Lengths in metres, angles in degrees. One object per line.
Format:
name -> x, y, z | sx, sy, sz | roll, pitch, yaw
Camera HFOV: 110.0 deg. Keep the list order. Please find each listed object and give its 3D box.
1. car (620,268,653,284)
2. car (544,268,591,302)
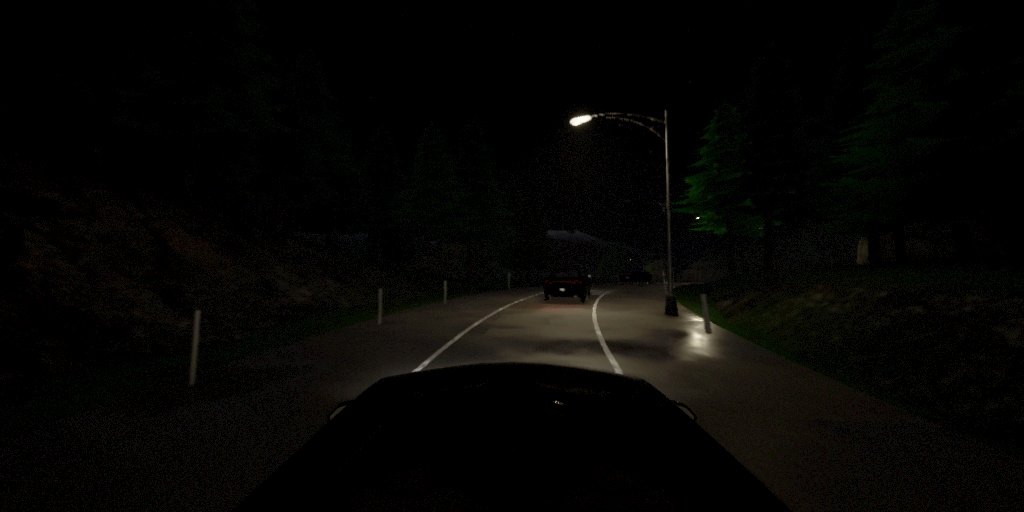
car -> 12.268, 1.922, 35.202 | 1.882, 1.535, 5.008 | -4, -5, 38
car -> 2.875, 1.344, 17.978 | 1.882, 1.535, 5.008 | -1, -1, 16
